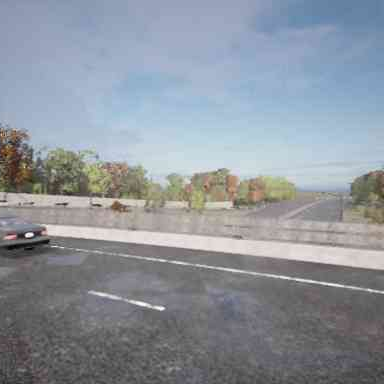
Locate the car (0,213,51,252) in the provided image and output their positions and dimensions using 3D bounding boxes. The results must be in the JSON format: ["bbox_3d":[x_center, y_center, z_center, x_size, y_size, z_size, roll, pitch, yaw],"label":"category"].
[{"bbox_3d":[-7.759,1.513,12.540,5.357,1.411,2.033,0,0,28],"label":"car"}]
